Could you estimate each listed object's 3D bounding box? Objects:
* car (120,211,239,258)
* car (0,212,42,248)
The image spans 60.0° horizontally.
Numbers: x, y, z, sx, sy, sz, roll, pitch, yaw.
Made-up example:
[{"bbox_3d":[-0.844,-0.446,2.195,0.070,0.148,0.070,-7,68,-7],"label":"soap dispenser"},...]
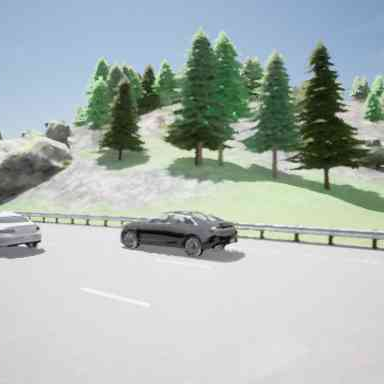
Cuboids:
[{"bbox_3d":[-0.637,1.469,12.729,4.902,1.511,2.128,0,0,33],"label":"car"},{"bbox_3d":[-7.881,1.511,13.170,4.674,1.442,1.812,0,0,32],"label":"car"}]
